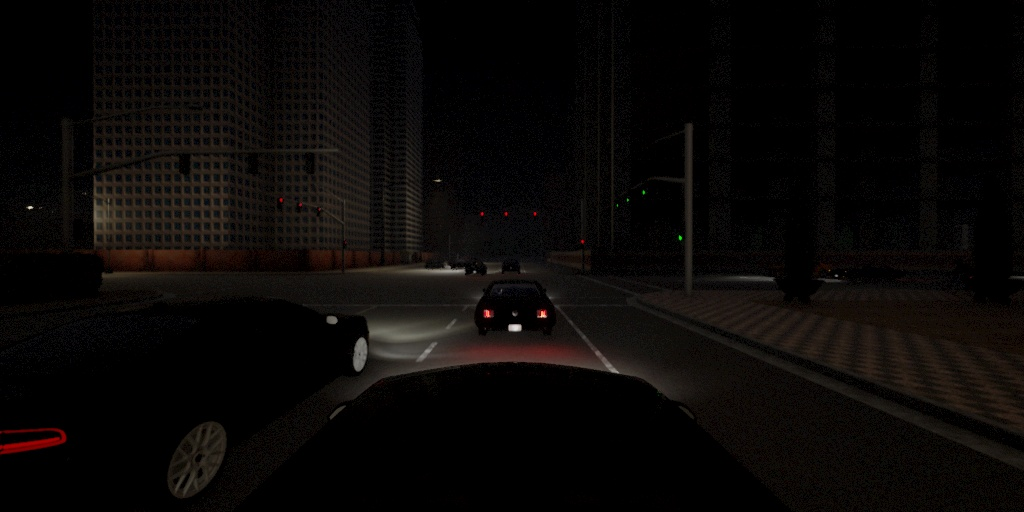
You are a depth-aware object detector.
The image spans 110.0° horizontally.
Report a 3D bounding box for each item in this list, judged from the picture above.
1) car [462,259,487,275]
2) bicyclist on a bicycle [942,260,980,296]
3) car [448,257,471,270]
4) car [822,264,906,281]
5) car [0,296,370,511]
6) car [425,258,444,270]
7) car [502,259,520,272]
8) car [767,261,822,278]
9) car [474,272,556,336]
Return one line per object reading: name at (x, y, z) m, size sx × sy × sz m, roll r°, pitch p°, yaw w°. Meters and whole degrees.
car at (-3.607, 1.229, 36.797) m, size 1.895 × 1.301 × 4.718 m, roll 0°, pitch 0°, yaw 0°
bicyclist on a bicycle at (20.758, 0.999, 16.501) m, size 0.582 × 1.620 × 1.656 m, roll 0°, pitch 0°, yaw 0°
car at (-7.211, 1.186, 49.309) m, size 1.895 × 1.301 × 4.718 m, roll 0°, pitch 0°, yaw 1°
car at (27.967, 1.258, 28.437) m, size 4.718 × 1.301 × 1.895 m, roll 0°, pitch 0°, yaw 0°
car at (-3.452, 1.218, 4.351) m, size 1.882 × 1.535 × 5.008 m, roll 0°, pitch 0°, yaw 1°
car at (-10.703, 1.061, 49.682) m, size 1.882 × 1.535 × 5.008 m, roll 0°, pitch 0°, yaw 1°
car at (-0.108, 1.095, 39.962) m, size 1.882 × 1.535 × 5.008 m, roll 0°, pitch 0°, yaw 0°
car at (25.565, 1.123, 31.953) m, size 5.008 × 1.535 × 1.882 m, roll 0°, pitch 0°, yaw 0°
car at (0.074, 1.321, 10.300) m, size 1.895 × 1.301 × 4.718 m, roll 0°, pitch 0°, yaw 0°
